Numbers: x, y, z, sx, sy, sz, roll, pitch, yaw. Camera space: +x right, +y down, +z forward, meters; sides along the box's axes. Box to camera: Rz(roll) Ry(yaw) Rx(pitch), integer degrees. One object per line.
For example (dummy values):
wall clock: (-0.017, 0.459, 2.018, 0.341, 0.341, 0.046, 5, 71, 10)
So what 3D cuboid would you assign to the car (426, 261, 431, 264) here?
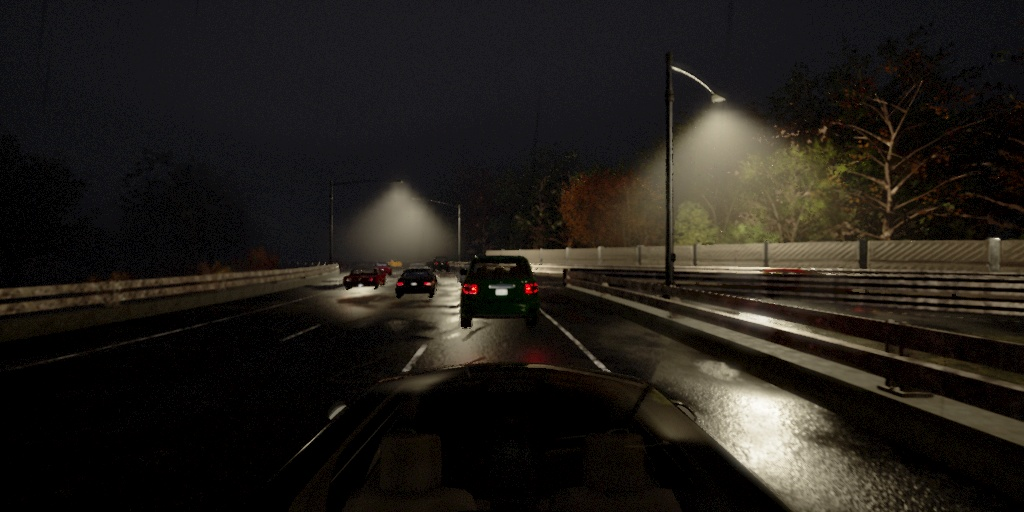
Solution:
car: (-10.228, 1.493, 38.651, 1.895, 1.301, 4.718, 0, 0, -20)

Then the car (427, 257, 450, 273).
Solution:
car: (-9.893, 1.144, 47.315, 2.150, 2.045, 5.566, 0, 0, -26)

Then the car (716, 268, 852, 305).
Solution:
car: (12.255, 1.321, 16.557, 5.008, 1.535, 1.882, -2, -2, 44)

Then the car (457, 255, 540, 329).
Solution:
car: (-0.507, 1.009, 11.634, 2.150, 2.045, 5.566, 0, 0, -5)

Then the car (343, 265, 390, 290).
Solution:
car: (-9.415, 1.435, 23.329, 1.895, 1.301, 4.718, 0, 0, -12)

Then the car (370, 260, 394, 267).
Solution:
car: (-14.716, 1.464, 40.462, 1.994, 1.385, 4.181, 0, 0, -22)

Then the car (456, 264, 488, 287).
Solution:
car: (-3.025, 1.370, 26.450, 1.812, 1.442, 4.674, 0, 0, -13)

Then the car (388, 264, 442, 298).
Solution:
car: (-5.018, 1.365, 19.201, 2.033, 1.411, 5.357, 0, 0, -10)
